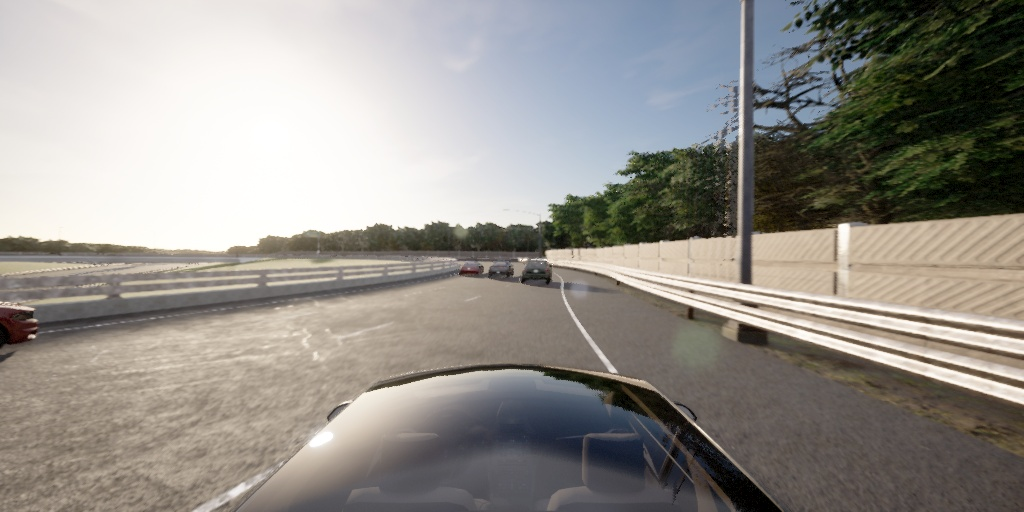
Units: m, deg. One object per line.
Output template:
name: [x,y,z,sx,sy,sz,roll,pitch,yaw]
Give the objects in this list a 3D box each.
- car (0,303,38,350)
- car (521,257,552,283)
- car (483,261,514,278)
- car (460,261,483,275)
car: [-10.928,1.102,5.160,1.882,1.535,5.008,1,0,21]
car: [1.968,1.074,27.544,2.097,1.767,4.553,1,0,8]
car: [-0.934,1.172,32.755,2.128,1.511,4.902,1,0,5]
car: [-4.127,1.201,37.047,1.994,1.385,4.181,1,0,3]
